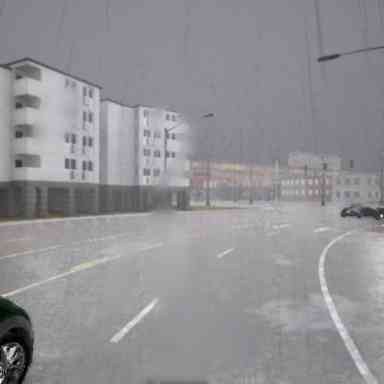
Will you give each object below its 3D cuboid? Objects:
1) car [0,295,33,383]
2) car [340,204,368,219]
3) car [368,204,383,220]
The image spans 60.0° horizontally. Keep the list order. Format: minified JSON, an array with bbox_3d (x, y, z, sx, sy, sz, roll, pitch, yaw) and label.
[{"bbox_3d":[-3.115,1.367,2.272,2.097,1.767,4.553,0,-1,5],"label":"car"},{"bbox_3d":[16.908,1.922,33.718,4.181,1.385,1.994,1,-1,-36],"label":"car"},{"bbox_3d":[18.498,1.837,30.539,4.892,1.490,1.837,1,-1,-37],"label":"car"}]
